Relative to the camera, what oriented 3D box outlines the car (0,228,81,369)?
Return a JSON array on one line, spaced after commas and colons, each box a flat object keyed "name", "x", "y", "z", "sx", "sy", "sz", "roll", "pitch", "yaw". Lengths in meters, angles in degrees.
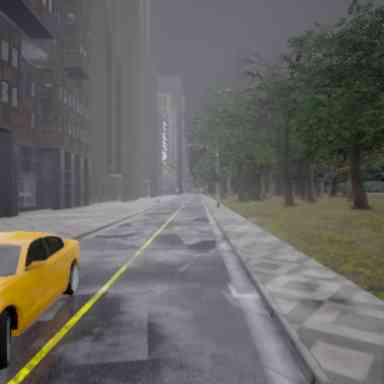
[{"name": "car", "x": -3.416, "y": 1.484, "z": 5.851, "sx": 1.882, "sy": 1.535, "sz": 5.008, "roll": -1, "pitch": 0, "yaw": -4}]
